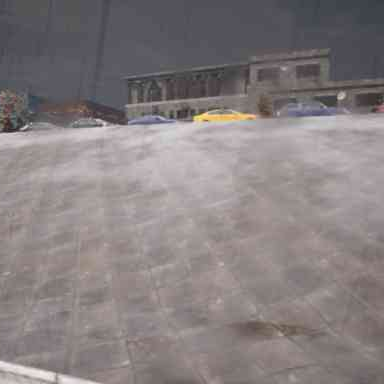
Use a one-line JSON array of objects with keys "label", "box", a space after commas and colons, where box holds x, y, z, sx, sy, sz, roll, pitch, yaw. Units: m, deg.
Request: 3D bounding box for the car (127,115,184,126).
[{"label": "car", "box": [-2.699, -5.032, 25.023, 4.674, 1.452, 2.002, 2, 3, 22]}]

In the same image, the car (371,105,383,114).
[{"label": "car", "box": [13.170, -4.636, 19.529, 4.792, 1.488, 2.163, 1, 3, 18]}]

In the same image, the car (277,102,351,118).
[{"label": "car", "box": [7.719, -4.923, 21.272, 4.553, 1.767, 2.185, 1, 3, 19]}]

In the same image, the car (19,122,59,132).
[{"label": "car", "box": [-12.947, -5.338, 29.191, 4.892, 1.521, 2.231, 1, 3, 23]}]

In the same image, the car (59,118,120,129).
[{"label": "car", "box": [-7.856, -5.211, 27.063, 4.892, 1.521, 2.231, 1, 3, 23]}]

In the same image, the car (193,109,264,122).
[{"label": "car", "box": [2.501, -4.932, 23.090, 5.008, 1.535, 2.097, 2, 3, 20]}]
